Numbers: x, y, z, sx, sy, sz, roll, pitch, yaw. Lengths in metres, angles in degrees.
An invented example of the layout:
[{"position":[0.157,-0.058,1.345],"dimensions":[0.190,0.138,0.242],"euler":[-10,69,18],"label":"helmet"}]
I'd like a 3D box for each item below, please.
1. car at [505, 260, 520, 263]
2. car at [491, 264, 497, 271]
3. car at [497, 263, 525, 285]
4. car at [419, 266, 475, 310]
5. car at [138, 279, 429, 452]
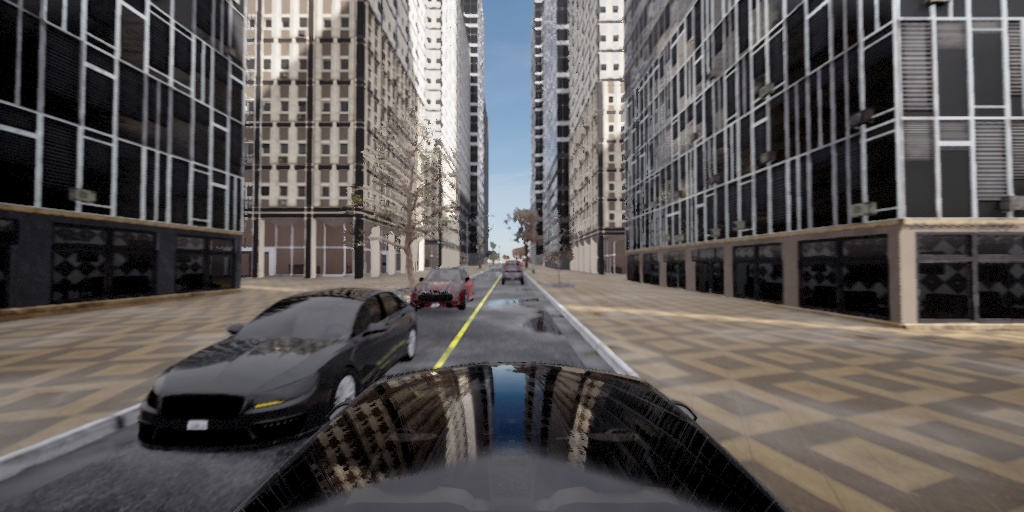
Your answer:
[{"position":[0.062,1.447,41.551],"dimensions":[2.150,2.045,5.566],"euler":[0,0,0],"label":"car"},{"position":[-2.830,2.107,64.970],"dimensions":[1.895,1.301,4.718],"euler":[0,-1,0],"label":"car"},{"position":[0.073,1.581,30.297],"dimensions":[2.128,1.511,4.902],"euler":[0,-1,0],"label":"car"},{"position":[-2.853,1.271,15.609],"dimensions":[2.097,1.767,4.553],"euler":[0,-1,0],"label":"car"},{"position":[-2.851,1.305,5.670],"dimensions":[1.837,1.490,4.892],"euler":[0,-1,0],"label":"car"}]
